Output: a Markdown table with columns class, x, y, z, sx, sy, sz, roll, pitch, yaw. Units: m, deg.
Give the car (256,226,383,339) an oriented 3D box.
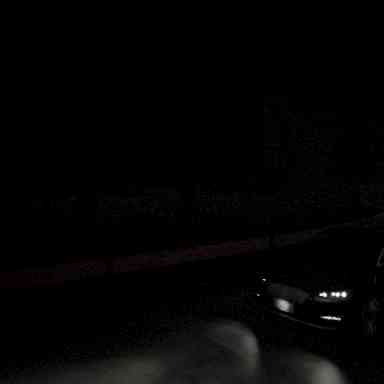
| class | x | y | z | sx | sy | sz | roll | pitch | yaw |
| --- | --- | --- | --- | --- | --- | --- | --- | --- | --- |
| car | 3.332 | 1.489 | 6.683 | 4.902 | 1.511 | 2.128 | 0 | 0 | -39 |
